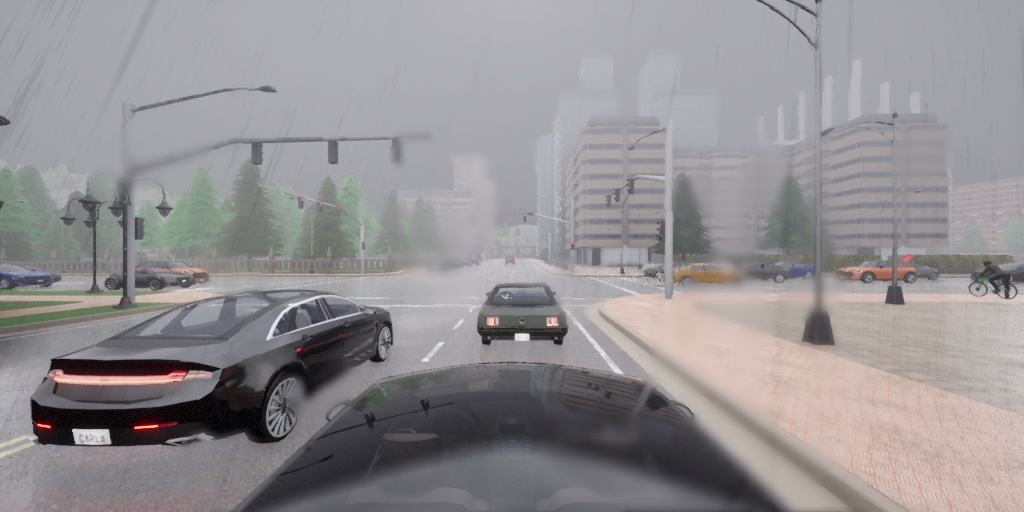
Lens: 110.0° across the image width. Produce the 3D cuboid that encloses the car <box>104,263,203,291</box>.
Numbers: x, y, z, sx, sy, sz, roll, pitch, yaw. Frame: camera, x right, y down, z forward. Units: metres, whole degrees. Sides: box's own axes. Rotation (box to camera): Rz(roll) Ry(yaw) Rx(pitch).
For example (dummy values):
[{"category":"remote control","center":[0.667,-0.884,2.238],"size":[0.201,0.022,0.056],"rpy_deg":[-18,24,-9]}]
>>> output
[{"category":"car","center":[-21.634,1.314,21.533],"size":[4.181,1.385,1.994],"rpy_deg":[0,0,2]}]

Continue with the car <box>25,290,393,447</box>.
[{"category":"car","center":[-3.330,1.242,5.313],"size":[2.128,1.511,4.902],"rpy_deg":[0,0,1]}]

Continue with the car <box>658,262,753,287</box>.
[{"category":"car","center":[12.767,1.227,23.892],"size":[5.008,1.535,1.882],"rpy_deg":[0,0,2]}]

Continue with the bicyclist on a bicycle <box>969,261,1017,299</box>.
[{"category":"bicyclist on a bicycle","center":[21.182,1.051,15.827],"size":[0.582,1.620,1.656],"rpy_deg":[0,0,2]}]

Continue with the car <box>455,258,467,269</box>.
[{"category":"car","center":[-8.525,1.102,54.027],"size":[2.097,1.767,4.553],"rpy_deg":[0,0,2]}]

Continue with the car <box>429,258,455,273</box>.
[{"category":"car","center":[-8.861,1.241,44.299],"size":[2.128,1.511,4.902],"rpy_deg":[0,0,2]}]

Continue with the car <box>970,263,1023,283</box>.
[{"category":"car","center":[37.532,1.228,26.761],"size":[5.008,1.535,1.882],"rpy_deg":[0,0,2]}]

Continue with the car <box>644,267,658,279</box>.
[{"category":"car","center":[13.964,1.255,31.057],"size":[4.892,1.490,1.837],"rpy_deg":[0,0,2]}]

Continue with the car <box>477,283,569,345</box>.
[{"category":"car","center":[0.263,1.351,9.464],"size":[1.895,1.301,4.718],"rpy_deg":[0,0,1]}]

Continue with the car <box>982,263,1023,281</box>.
[{"category":"car","center":[43.478,1.297,30.047],"size":[5.357,1.411,2.033],"rpy_deg":[0,0,2]}]

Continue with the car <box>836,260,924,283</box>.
[{"category":"car","center":[27.417,1.102,27.107],"size":[4.553,1.767,2.097],"rpy_deg":[0,0,2]}]

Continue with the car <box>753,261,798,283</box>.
[{"category":"car","center":[18.485,1.255,27.406],"size":[4.892,1.490,1.837],"rpy_deg":[0,0,2]}]

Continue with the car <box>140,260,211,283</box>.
[{"category":"car","center":[-23.886,1.102,25.113],"size":[4.553,1.767,2.097],"rpy_deg":[0,0,2]}]

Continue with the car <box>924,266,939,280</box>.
[{"category":"car","center":[33.267,1.314,30.415],"size":[4.181,1.385,1.994],"rpy_deg":[0,0,1]}]

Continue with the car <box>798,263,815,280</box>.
[{"category":"car","center":[23.311,1.228,30.748],"size":[5.008,1.535,1.882],"rpy_deg":[0,0,2]}]

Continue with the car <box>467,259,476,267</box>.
[{"category":"car","center":[-8.150,1.255,64.164],"size":[1.837,1.490,4.892],"rpy_deg":[0,0,3]}]

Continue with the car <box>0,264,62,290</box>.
[{"category":"car","center":[-31.118,1.228,21.861],"size":[5.008,1.535,1.882],"rpy_deg":[0,0,2]}]

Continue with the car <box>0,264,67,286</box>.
[{"category":"car","center":[-34.943,1.312,25.506],"size":[4.181,1.385,1.994],"rpy_deg":[0,0,2]}]
